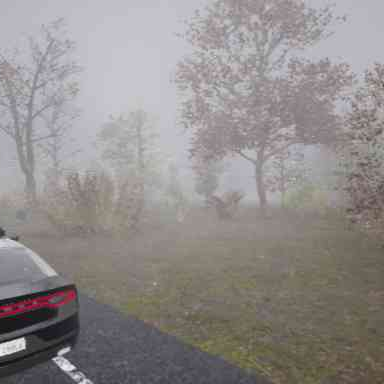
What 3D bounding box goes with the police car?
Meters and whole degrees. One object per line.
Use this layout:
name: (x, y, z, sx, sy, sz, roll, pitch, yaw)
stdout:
police car: (-3.652, 1.432, 5.361, 1.930, 1.638, 5.238, -2, 1, -43)
